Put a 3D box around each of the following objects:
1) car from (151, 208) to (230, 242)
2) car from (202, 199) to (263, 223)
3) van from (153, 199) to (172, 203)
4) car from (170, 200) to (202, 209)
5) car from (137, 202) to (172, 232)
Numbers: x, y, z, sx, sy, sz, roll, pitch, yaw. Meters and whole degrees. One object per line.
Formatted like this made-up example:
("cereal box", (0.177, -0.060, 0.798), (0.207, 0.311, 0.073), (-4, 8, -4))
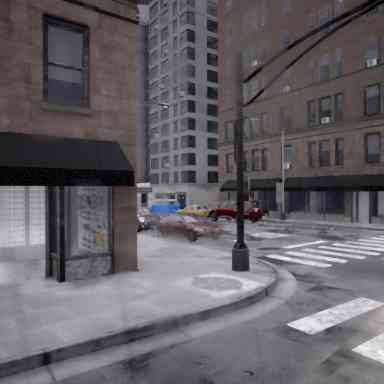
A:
("car", (-0.227, 1.778, 17.639), (1.802, 1.307, 4.206), (-1, 0, -36))
("car", (3.468, 1.522, 27.088), (2.192, 1.841, 5.009), (-1, 0, -36))
("van", (-2.962, 1.689, 36.022), (1.690, 1.788, 3.998), (-1, 0, -36))
("car", (0.158, 1.805, 31.694), (1.752, 1.417, 4.829), (-1, 0, -36))
("car", (-3.446, 1.706, 22.107), (1.967, 1.590, 4.097), (-1, 0, -36))
